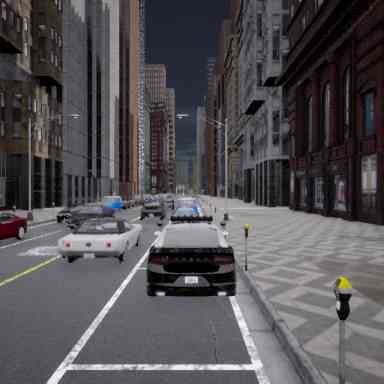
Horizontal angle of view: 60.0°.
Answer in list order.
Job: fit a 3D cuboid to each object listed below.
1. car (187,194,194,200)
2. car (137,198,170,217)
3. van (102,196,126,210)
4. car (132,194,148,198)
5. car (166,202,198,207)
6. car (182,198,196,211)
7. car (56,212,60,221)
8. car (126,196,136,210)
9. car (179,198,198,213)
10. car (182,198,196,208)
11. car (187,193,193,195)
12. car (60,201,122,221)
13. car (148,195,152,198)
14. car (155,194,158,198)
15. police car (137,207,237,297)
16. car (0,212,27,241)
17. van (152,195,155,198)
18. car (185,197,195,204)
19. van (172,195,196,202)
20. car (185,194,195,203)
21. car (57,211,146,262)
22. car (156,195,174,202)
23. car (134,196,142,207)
[{"bbox_3d":[-0.386,1.484,93.370,1.967,1.590,4.097,0,0,0],"label":"car"},{"bbox_3d":[-3.145,1.513,28.026,1.837,1.490,4.892,0,0,0],"label":"car"},{"bbox_3d":[-8.911,1.354,36.996,1.690,1.788,3.998,0,0,0],"label":"van"},{"bbox_3d":[-8.911,1.337,53.906,2.192,1.841,5.009,0,0,0],"label":"car"},{"bbox_3d":[-0.385,1.530,20.269,1.752,1.417,4.829,0,0,0],"label":"car"},{"bbox_3d":[-0.385,1.541,42.814,1.752,1.417,4.829,0,0,0],"label":"car"},{"bbox_3d":[-8.910,1.573,25.722,1.947,1.339,4.313,0,0,0],"label":"car"},{"bbox_3d":[-8.910,1.582,42.633,1.947,1.339,4.313,0,0,0],"label":"car"},{"bbox_3d":[-0.386,1.453,37.008,1.967,1.590,4.097,0,0,0],"label":"car"},{"bbox_3d":[-0.385,1.570,48.280,2.008,1.369,4.403,0,0,0],"label":"car"},{"bbox_3d":[-0.386,1.465,59.552,1.967,1.590,4.097,0,0,0],"label":"car"},{"bbox_3d":[-6.247,1.552,21.300,2.033,1.411,5.357,0,0,0],"label":"car"},{"bbox_3d":[-8.910,1.569,59.543,1.887,1.381,4.507,0,0,0],"label":"car"},{"bbox_3d":[-8.911,1.471,70.817,1.967,1.590,4.097,0,0,0],"label":"car"},{"bbox_3d":[-0.012,1.426,8.760,1.930,1.638,5.238,0,0,0],"label":"police car"},{"bbox_3d":[-8.910,1.547,14.449,1.887,1.381,4.507,0,0,0],"label":"car"},{"bbox_3d":[-8.911,1.369,65.180,1.690,1.788,3.998,0,0,0],"label":"van"},{"bbox_3d":[-0.385,1.594,65.189,1.947,1.339,4.313,0,0,0],"label":"car"},{"bbox_3d":[-0.386,1.348,25.735,1.690,1.788,3.998,0,0,0],"label":"van"},{"bbox_3d":[-0.386,1.346,70.826,2.192,1.841,5.009,0,0,0],"label":"car"},{"bbox_3d":[-3.045,1.602,12.083,1.895,1.301,4.718,0,0,0],"label":"car"},{"bbox_3d":[-3.045,1.507,42.350,2.128,1.511,4.902,0,0,0],"label":"car"},{"bbox_3d":[-8.910,1.585,48.269,1.947,1.339,4.313,0,0,0],"label":"car"}]
